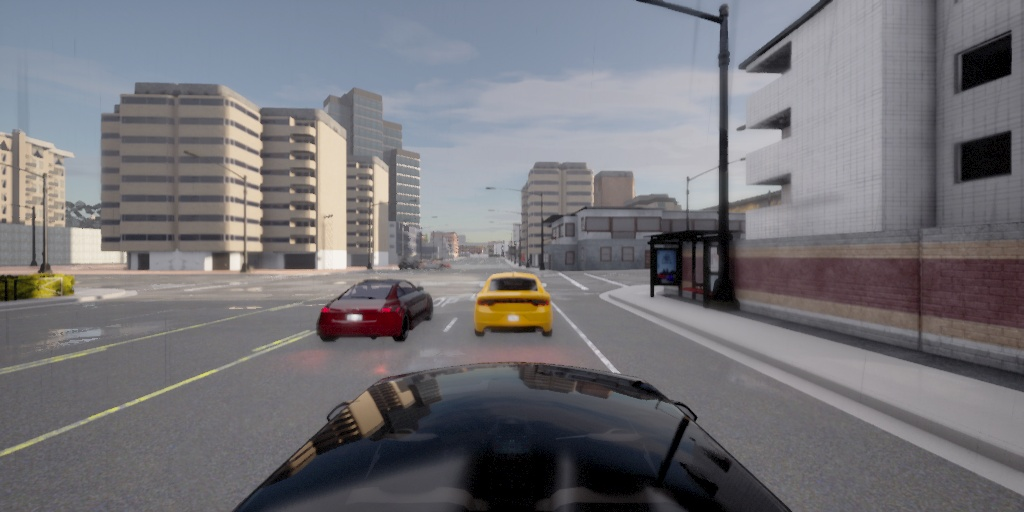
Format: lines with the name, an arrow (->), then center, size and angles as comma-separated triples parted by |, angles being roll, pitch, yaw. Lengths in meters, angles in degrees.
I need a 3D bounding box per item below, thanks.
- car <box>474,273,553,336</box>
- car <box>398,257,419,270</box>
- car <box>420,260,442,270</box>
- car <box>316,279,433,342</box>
car -> 0.032, 1.219, 10.368 | 1.882, 1.535, 5.008 | 0, 0, 0
car -> -16.081, 1.204, 56.141 | 2.150, 2.045, 5.566 | 0, -1, -3
car -> -12.556, 1.571, 55.676 | 1.895, 1.301, 4.718 | 0, -1, -3
car -> -3.455, 1.306, 9.794 | 1.994, 1.385, 4.181 | 0, 0, -1
